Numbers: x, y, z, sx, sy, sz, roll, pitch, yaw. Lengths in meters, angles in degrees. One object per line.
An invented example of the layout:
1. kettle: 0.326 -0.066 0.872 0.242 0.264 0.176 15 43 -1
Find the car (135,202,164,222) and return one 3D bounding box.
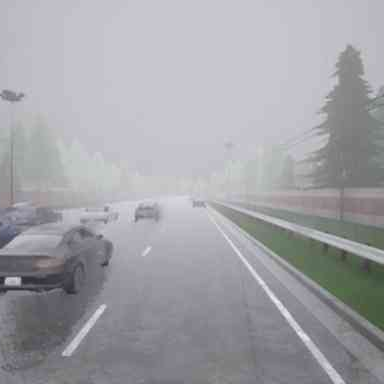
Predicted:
1. car: -3.418 1.576 26.932 2.128 1.511 4.902 0 0 0

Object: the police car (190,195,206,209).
1. police car: 1.045 1.580 49.726 1.930 1.638 5.238 0 0 0

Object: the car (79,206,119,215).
1. car: -6.922 1.680 25.273 1.895 1.301 4.718 0 0 0

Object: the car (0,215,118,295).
1. car: -3.428 1.553 8.680 1.812 1.442 4.674 0 0 0

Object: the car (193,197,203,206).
1. car: 1.045 1.712 59.616 1.812 1.442 4.674 0 0 0

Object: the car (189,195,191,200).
1. car: 1.044 1.556 65.586 2.097 1.767 4.553 0 0 0

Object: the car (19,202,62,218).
1. car: -10.438 1.616 22.037 2.033 1.411 5.357 0 0 0

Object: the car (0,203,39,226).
1. car: -6.923 1.385 10.240 2.097 1.767 4.553 0 0 0
